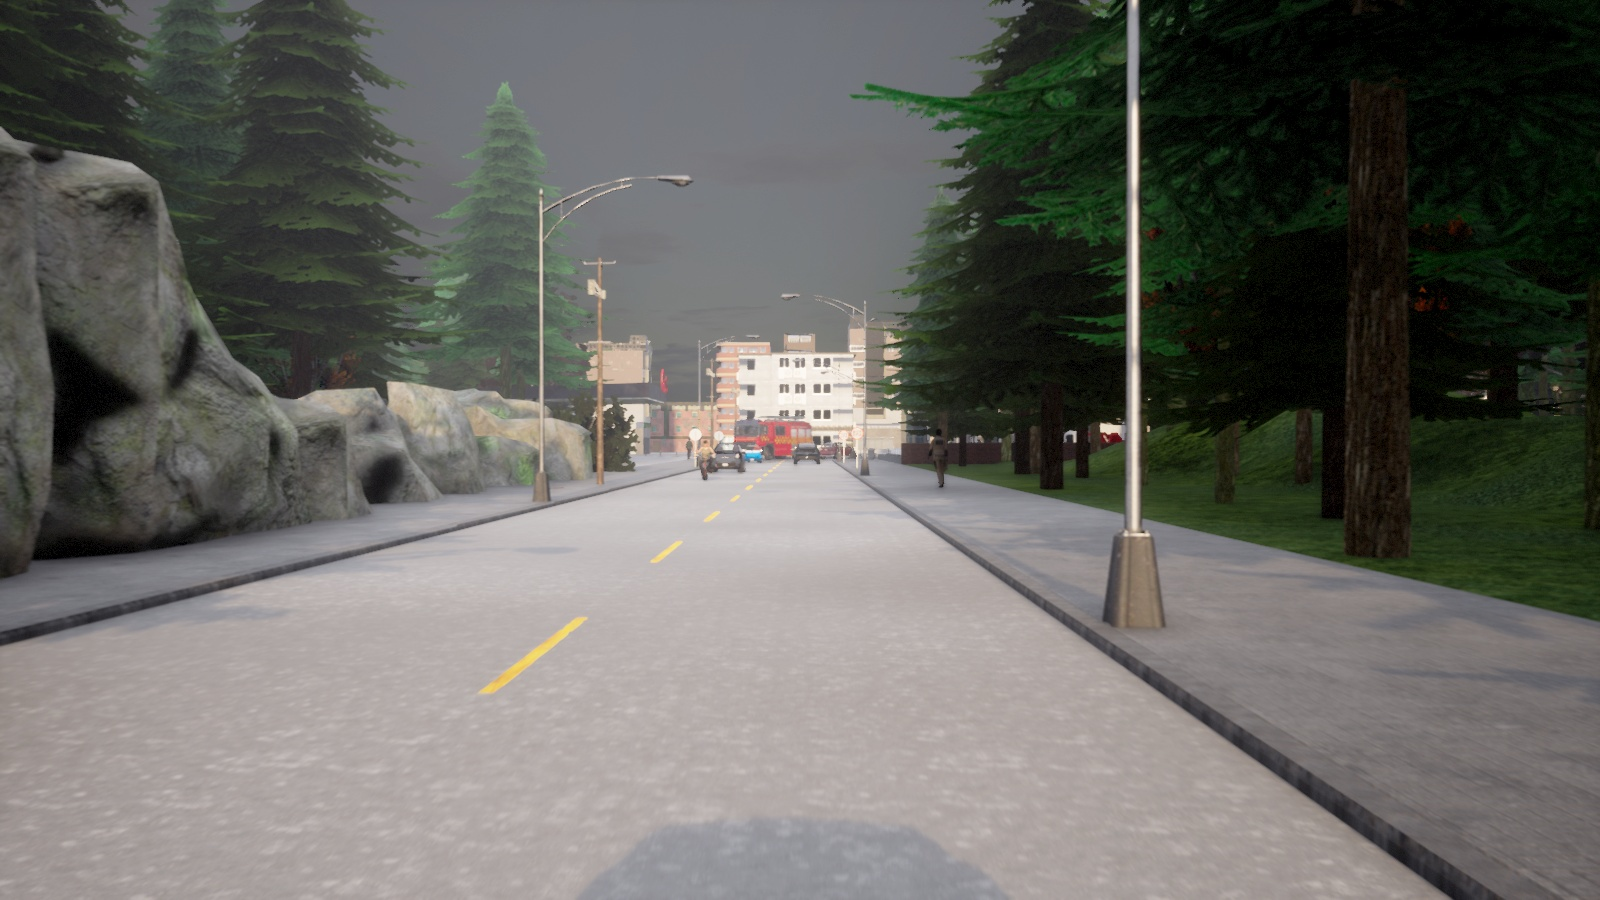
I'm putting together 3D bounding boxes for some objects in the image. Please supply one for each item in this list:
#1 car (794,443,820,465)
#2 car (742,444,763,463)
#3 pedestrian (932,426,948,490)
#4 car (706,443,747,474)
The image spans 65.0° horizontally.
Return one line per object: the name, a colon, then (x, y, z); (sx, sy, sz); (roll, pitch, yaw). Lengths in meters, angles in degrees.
car: (0.489, 0.250, 89.056); (1.837, 1.490, 4.892); (0, 0, 0)
car: (-3.492, 0.277, 92.479); (1.481, 1.376, 2.207); (0, 0, 0)
pedestrian: (4.282, 0.243, 38.372); (0.396, 1.930, 0.692); (0, 0, -2)
car: (-3.628, 0.404, 62.593); (1.845, 1.501, 3.633); (0, 0, 0)
